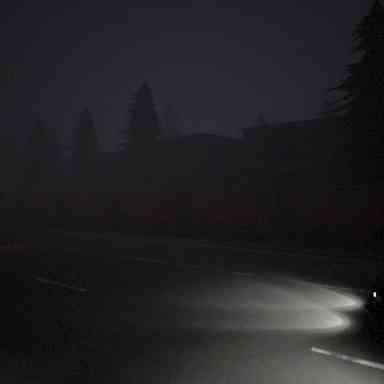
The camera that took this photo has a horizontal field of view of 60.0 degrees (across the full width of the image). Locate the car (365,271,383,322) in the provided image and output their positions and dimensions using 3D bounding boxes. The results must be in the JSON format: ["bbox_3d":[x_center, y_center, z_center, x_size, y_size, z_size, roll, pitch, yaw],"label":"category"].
[{"bbox_3d":[5.395,1.525,4.442,5.357,1.411,2.033,-1,0,36],"label":"car"}]

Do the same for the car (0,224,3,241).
[{"bbox_3d":[-10.896,1.731,16.069,4.674,1.442,1.812,-1,0,36],"label":"car"}]
